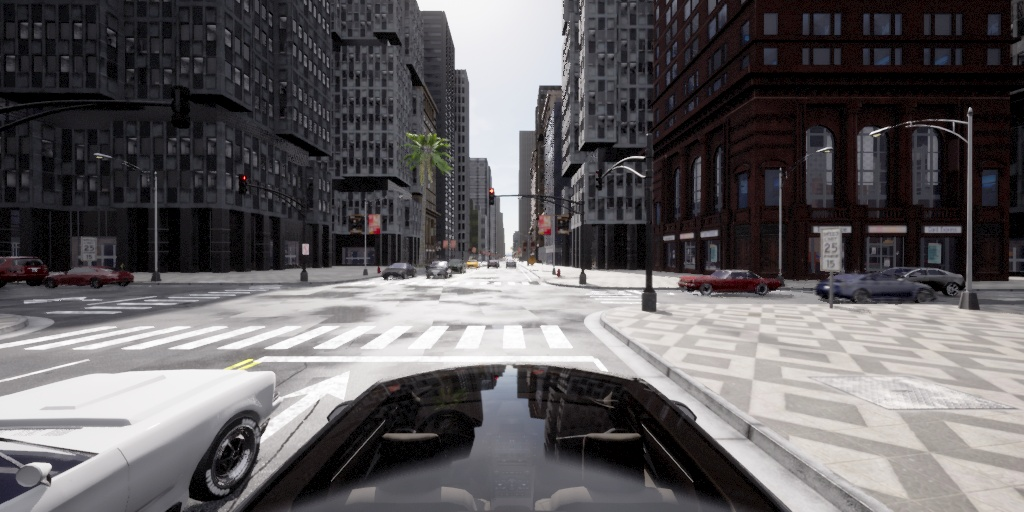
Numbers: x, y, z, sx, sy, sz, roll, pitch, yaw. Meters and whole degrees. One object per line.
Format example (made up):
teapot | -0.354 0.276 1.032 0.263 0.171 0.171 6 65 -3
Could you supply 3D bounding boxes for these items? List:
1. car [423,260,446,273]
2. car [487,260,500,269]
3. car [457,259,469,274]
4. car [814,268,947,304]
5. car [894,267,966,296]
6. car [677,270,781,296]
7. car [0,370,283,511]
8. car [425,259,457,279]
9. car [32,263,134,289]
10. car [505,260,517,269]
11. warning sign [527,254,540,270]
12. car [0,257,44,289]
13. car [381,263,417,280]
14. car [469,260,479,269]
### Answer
car | -10.039 1.302 46.823 1.882 1.535 5.008 0 0 0
car | -3.413 1.450 63.875 1.837 1.490 4.892 0 -1 0
car | -6.771 1.158 42.709 2.097 1.767 4.553 0 0 0
car | 16.505 1.417 16.417 4.181 1.385 1.994 0 0 1
car | 21.549 1.351 19.559 4.902 1.511 2.128 0 0 0
car | 11.650 1.415 19.524 4.718 1.301 1.895 0 0 0
car | -3.149 1.351 1.454 1.895 1.301 4.718 0 0 -3
car | -6.748 1.264 33.612 2.128 1.511 4.902 0 0 -2
car | -25.151 1.232 21.394 4.207 1.307 1.802 0 0 -1
car | -0.158 1.435 63.649 2.128 1.511 4.902 0 0 0
warning sign | 2.655 0.943 47.599 1.300 1.860 1.060 0 0 0
car | -30.789 0.945 21.283 5.009 1.841 2.192 0 0 -1
car | -9.981 1.316 32.206 2.033 1.411 5.357 0 0 0
car | -6.815 1.405 61.649 1.882 1.535 5.008 0 -1 0
